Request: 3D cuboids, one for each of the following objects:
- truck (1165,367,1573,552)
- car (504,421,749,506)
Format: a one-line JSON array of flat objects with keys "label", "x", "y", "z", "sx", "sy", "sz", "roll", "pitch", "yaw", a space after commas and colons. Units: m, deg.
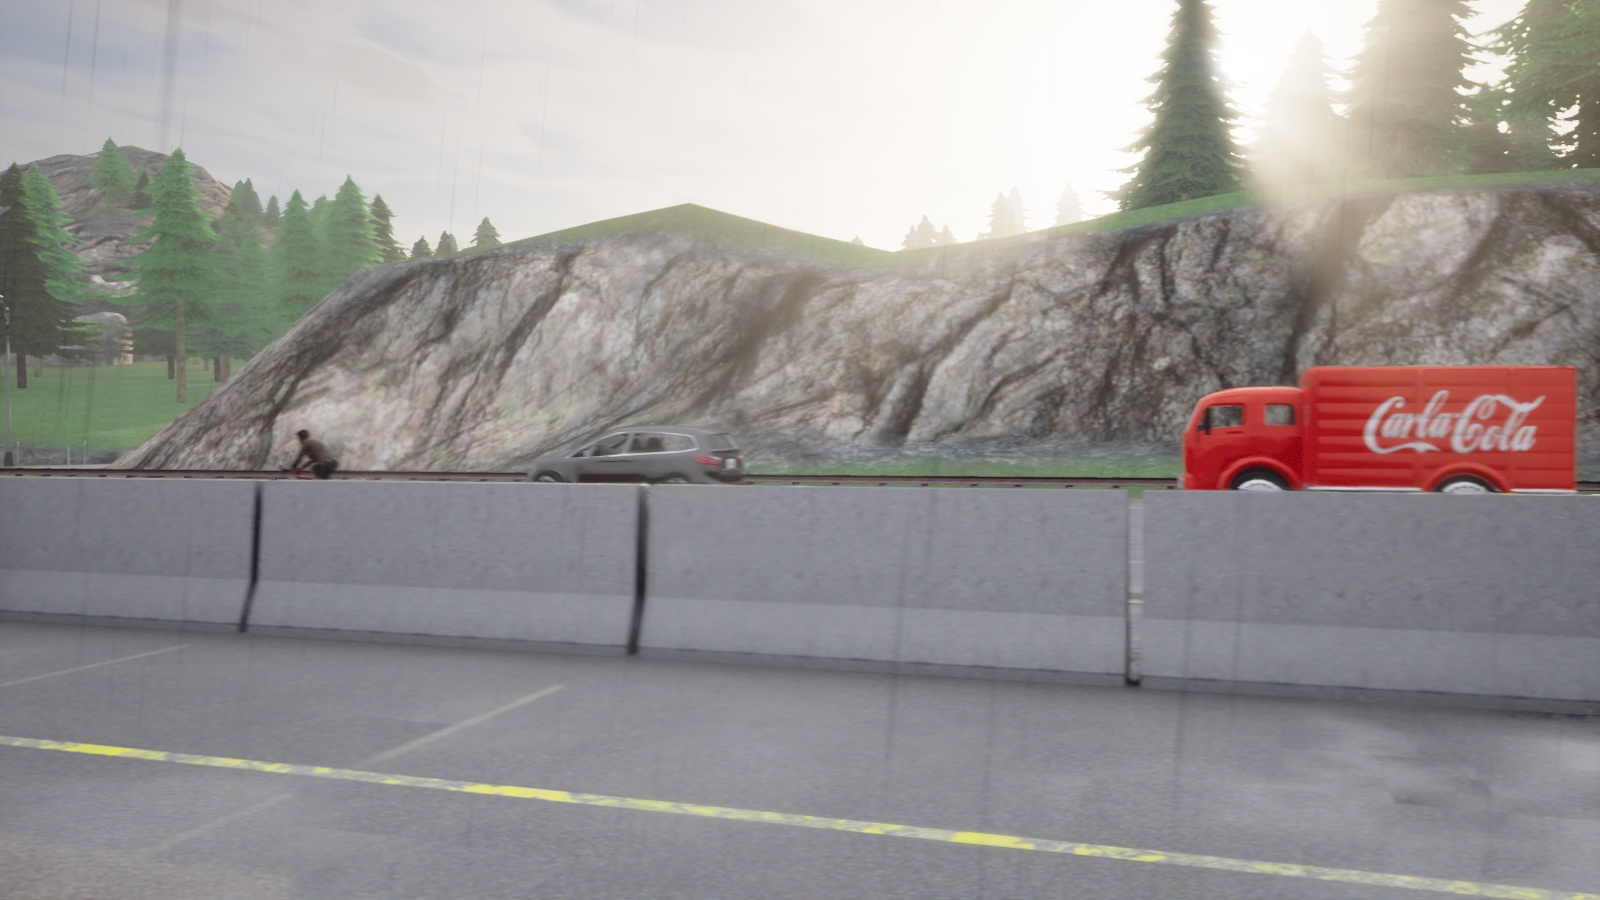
[{"label": "truck", "x": 8.270, "y": 0.073, "z": 18.866, "sx": 5.204, "sy": 2.467, "sz": 2.627, "roll": 1, "pitch": 1, "yaw": 19}, {"label": "car", "x": -3.642, "y": 0.231, "z": 26.571, "sx": 4.611, "sy": 1.667, "sz": 2.242, "roll": 1, "pitch": 1, "yaw": 19}]
